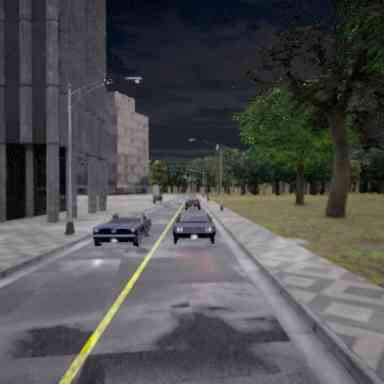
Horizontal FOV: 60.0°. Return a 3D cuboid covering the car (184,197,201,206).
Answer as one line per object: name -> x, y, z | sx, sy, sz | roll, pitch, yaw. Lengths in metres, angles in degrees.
car -> 0.105, 1.388, 42.474 | 1.837, 1.490, 4.892 | 0, 0, 0

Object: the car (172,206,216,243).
car -> 0.096, 1.586, 16.101 | 1.895, 1.301, 4.718 | 0, 0, 0

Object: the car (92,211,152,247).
car -> -3.017, 1.589, 15.168 | 1.895, 1.301, 4.718 | 0, 0, 0
